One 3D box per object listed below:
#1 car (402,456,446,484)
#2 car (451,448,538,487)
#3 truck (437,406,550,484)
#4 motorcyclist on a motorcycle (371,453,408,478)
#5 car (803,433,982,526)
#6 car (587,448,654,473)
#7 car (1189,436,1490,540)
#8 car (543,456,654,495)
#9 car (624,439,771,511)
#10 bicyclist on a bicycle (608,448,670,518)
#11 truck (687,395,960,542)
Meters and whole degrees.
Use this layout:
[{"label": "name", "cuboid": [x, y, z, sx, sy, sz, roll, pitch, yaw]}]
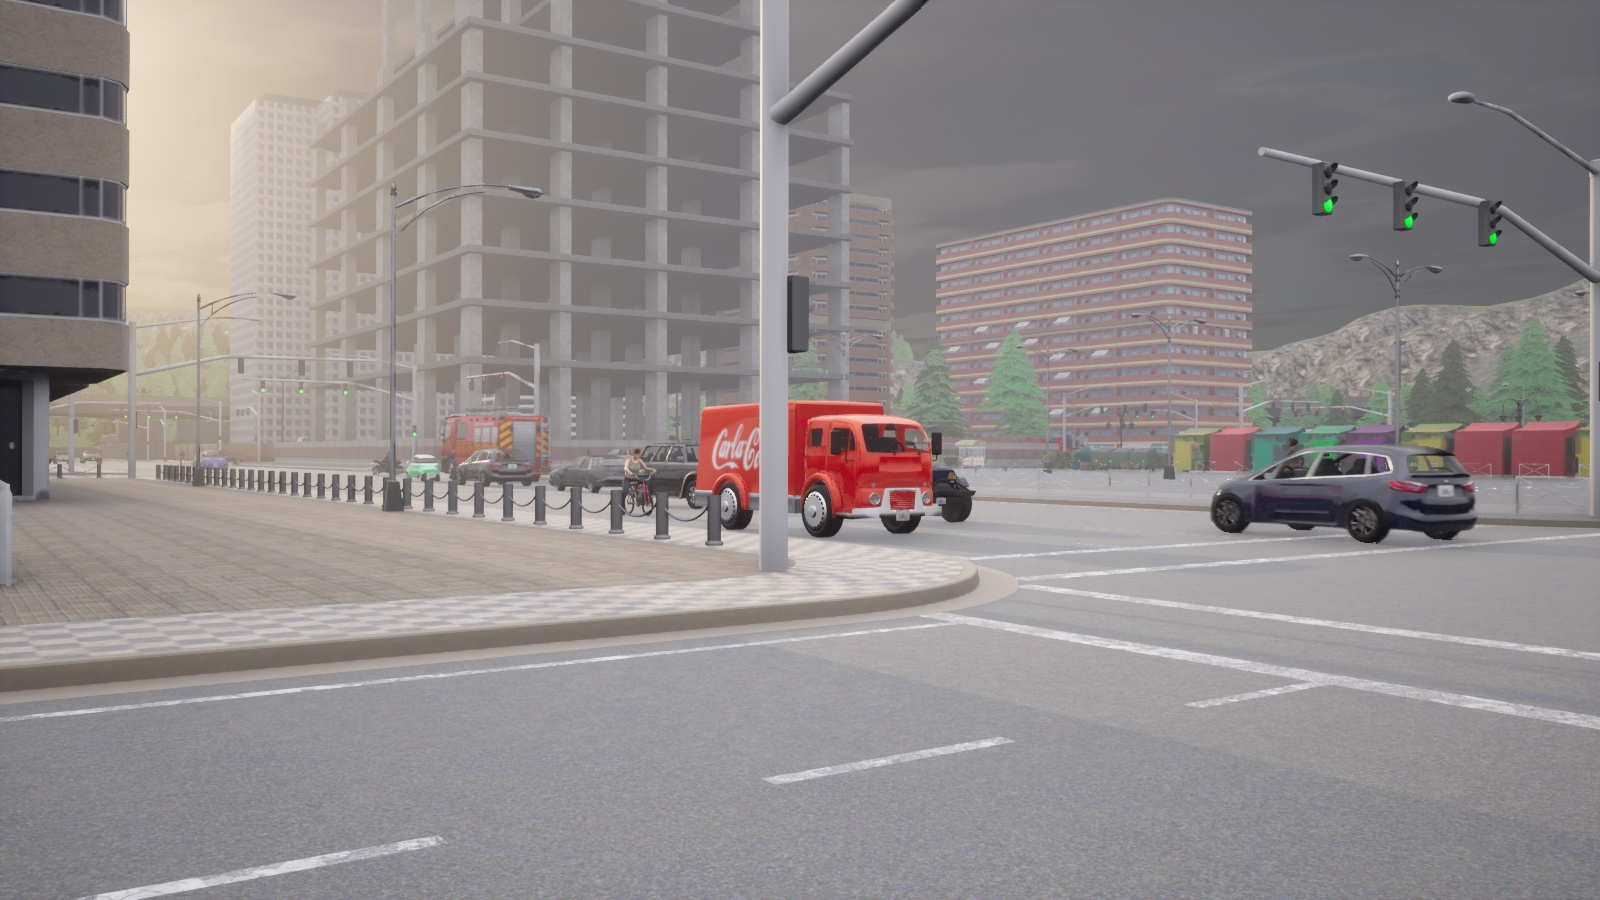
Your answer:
[{"label": "car", "cuboid": [-19.162, 0.996, 63.973, 1.481, 1.376, 2.207, 0, 1, -35]}, {"label": "car", "cuboid": [-13.688, 0.756, 56.158, 2.242, 1.667, 4.611, 0, 0, -35]}, {"label": "truck", "cuboid": [-16.181, -0.224, 65.818, 2.891, 3.827, 8.468, 0, 0, -35]}, {"label": "motorcyclist on a motorcycle", "cuboid": [-25.462, 0.940, 77.965, 2.044, 1.523, 0.797, 0, 0, -36]}, {"label": "car", "cuboid": [1.961, 0.604, 27.694, 1.905, 1.878, 3.866, 0, 0, -35]}, {"label": "car", "cuboid": [-13.560, 0.767, 95.001, 4.605, 1.855, 1.932, 0, 0, -35]}, {"label": "car", "cuboid": [9.612, 0.624, 22.769, 2.242, 1.667, 4.611, 0, 0, -29]}, {"label": "car", "cuboid": [-7.714, 0.925, 47.620, 2.033, 1.411, 5.357, 0, 0, -35]}, {"label": "car", "cuboid": [-2.904, 0.652, 34.644, 1.932, 1.855, 4.605, 0, 0, -36]}, {"label": "bicyclist on a bicycle", "cuboid": [-3.851, 0.763, 29.902, 0.866, 1.612, 1.509, 0, 0, -35]}, {"label": "truck", "cuboid": [0.298, 0.316, 23.968, 2.627, 2.467, 5.204, 0, 0, -35]}]
